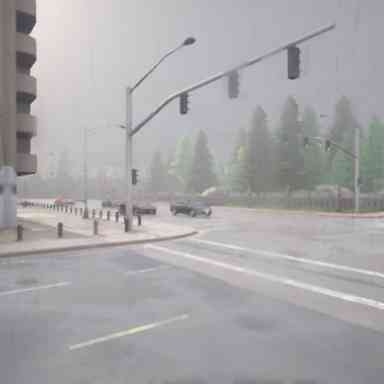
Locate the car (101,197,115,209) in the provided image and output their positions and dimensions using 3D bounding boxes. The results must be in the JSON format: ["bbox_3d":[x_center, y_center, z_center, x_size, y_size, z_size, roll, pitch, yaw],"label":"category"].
[{"bbox_3d":[-10.423,1.461,44.166,2.128,1.511,4.902,0,0,-36],"label":"car"}]

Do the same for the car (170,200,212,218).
[{"bbox_3d":[-0.155,1.465,30.298,2.128,1.511,4.902,0,0,-37],"label":"car"}]

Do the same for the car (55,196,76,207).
[{"bbox_3d":[-18.988,1.333,49.902,2.097,1.767,4.553,0,0,-36],"label":"car"}]

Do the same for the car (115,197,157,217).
[{"bbox_3d":[-5.071,1.466,31.054,1.882,1.535,5.008,0,0,-37],"label":"car"}]

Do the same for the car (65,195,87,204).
[{"bbox_3d":[-19.968,1.223,57.203,2.033,1.411,5.357,0,0,-37],"label":"car"}]
